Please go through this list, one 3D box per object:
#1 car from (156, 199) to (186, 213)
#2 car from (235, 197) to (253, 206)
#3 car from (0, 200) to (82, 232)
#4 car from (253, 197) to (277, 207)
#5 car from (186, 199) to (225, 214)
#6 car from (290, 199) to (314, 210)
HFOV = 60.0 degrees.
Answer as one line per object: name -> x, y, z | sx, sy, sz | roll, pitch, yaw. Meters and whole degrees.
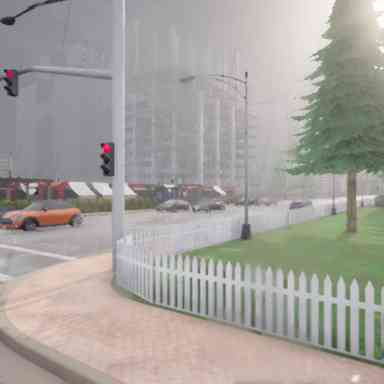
car -> -1.970, 1.506, 36.624 | 1.812, 1.442, 4.674 | 0, 0, 34
car -> 8.492, 1.500, 51.982 | 1.882, 1.535, 5.008 | 0, 0, 34
car -> -8.955, 1.335, 19.990 | 2.097, 1.767, 4.553 | 0, 0, 33
car -> 11.393, 1.426, 50.025 | 1.812, 1.442, 4.674 | 0, 0, 34
car -> 1.848, 1.474, 36.042 | 2.128, 1.511, 4.902 | 0, 0, 34
car -> 13.212, 1.515, 40.024 | 1.812, 1.442, 4.674 | 0, 0, 34
